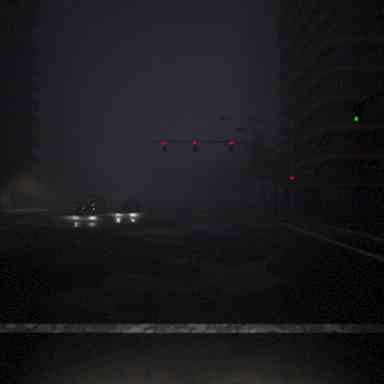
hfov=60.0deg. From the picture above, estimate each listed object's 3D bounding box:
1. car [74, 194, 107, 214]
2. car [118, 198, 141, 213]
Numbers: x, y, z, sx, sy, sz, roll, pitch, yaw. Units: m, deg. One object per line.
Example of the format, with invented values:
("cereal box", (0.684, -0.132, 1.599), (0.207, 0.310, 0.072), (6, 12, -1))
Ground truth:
("car", (-10.527, 1.213, 34.879), (2.150, 2.045, 5.566), (0, 0, 0))
("car", (-7.007, 1.469, 37.694), (1.882, 1.535, 5.008), (0, 0, 0))
